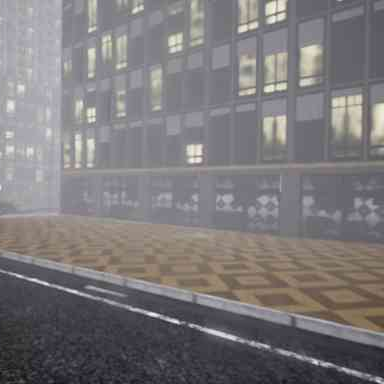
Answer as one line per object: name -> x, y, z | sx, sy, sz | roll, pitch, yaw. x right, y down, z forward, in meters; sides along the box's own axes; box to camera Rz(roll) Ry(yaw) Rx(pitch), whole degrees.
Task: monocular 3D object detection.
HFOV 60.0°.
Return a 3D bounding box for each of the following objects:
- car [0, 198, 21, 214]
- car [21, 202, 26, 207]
car -> -21.101, 1.420, 34.505 | 2.192, 1.841, 5.009 | 1, 0, 36
car -> -24.594, 1.521, 43.881 | 1.752, 1.417, 4.829 | 1, 0, 36
